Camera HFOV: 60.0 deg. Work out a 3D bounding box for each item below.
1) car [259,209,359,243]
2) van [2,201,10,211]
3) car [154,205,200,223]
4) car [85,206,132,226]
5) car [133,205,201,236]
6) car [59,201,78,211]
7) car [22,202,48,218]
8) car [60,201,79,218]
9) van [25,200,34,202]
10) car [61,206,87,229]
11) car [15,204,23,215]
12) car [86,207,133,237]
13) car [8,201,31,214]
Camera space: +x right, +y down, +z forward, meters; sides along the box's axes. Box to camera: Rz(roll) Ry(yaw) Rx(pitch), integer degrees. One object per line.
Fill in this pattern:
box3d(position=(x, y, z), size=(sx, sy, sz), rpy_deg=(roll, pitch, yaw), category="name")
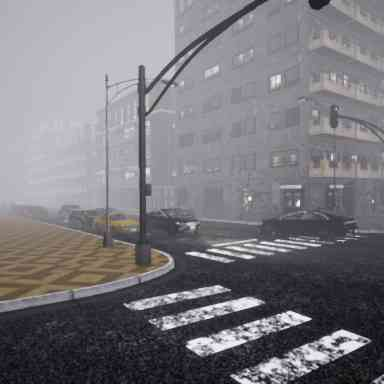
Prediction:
box3d(position=(5.755, 1.623, 16.914), size=(4.902, 1.511, 2.128), rpy_deg=(-1, 0, 41), category="car")
box3d(position=(-31.638, 2.432, 57.377), size=(1.690, 1.788, 3.998), rpy_deg=(-2, 0, -36), category="van")
box3d(position=(-1.441, 1.913, 30.453), size=(2.008, 1.369, 4.403), rpy_deg=(-2, 0, -36), category="car")
box3d(position=(-7.272, 1.993, 28.626), size=(2.033, 1.411, 5.357), rpy_deg=(-1, -1, -37), category="car")
box3d(position=(-1.413, 1.773, 20.654), size=(2.128, 1.511, 4.902), rpy_deg=(-1, -1, -36), category="car")
box3d(position=(-21.536, 2.365, 57.786), size=(1.967, 1.590, 4.097), rpy_deg=(-2, 0, -36), category="car")
box3d(position=(-18.237, 2.261, 39.155), size=(1.887, 1.381, 4.507), rpy_deg=(-2, 0, -36), category="car")
box3d(position=(-13.230, 2.117, 36.754), size=(1.837, 1.490, 4.892), rpy_deg=(-1, -1, -36), category="car")
box3d(position=(-41.631, 2.830, 85.120), size=(1.690, 1.788, 3.998), rpy_deg=(-2, 0, -36), category="van")
box3d(position=(-8.192, 2.001, 25.488), size=(1.947, 1.339, 4.313), rpy_deg=(-2, 0, -36), category="car")
box3d(position=(-21.585, 2.392, 43.711), size=(1.802, 1.307, 4.206), rpy_deg=(-2, 0, -36), category="car")
box3d(position=(-4.744, 1.864, 20.796), size=(1.752, 1.417, 4.829), rpy_deg=(-2, 0, -36), category="car")
box3d(position=(-24.935, 2.448, 48.266), size=(1.887, 1.381, 4.507), rpy_deg=(-2, 0, -36), category="car")
